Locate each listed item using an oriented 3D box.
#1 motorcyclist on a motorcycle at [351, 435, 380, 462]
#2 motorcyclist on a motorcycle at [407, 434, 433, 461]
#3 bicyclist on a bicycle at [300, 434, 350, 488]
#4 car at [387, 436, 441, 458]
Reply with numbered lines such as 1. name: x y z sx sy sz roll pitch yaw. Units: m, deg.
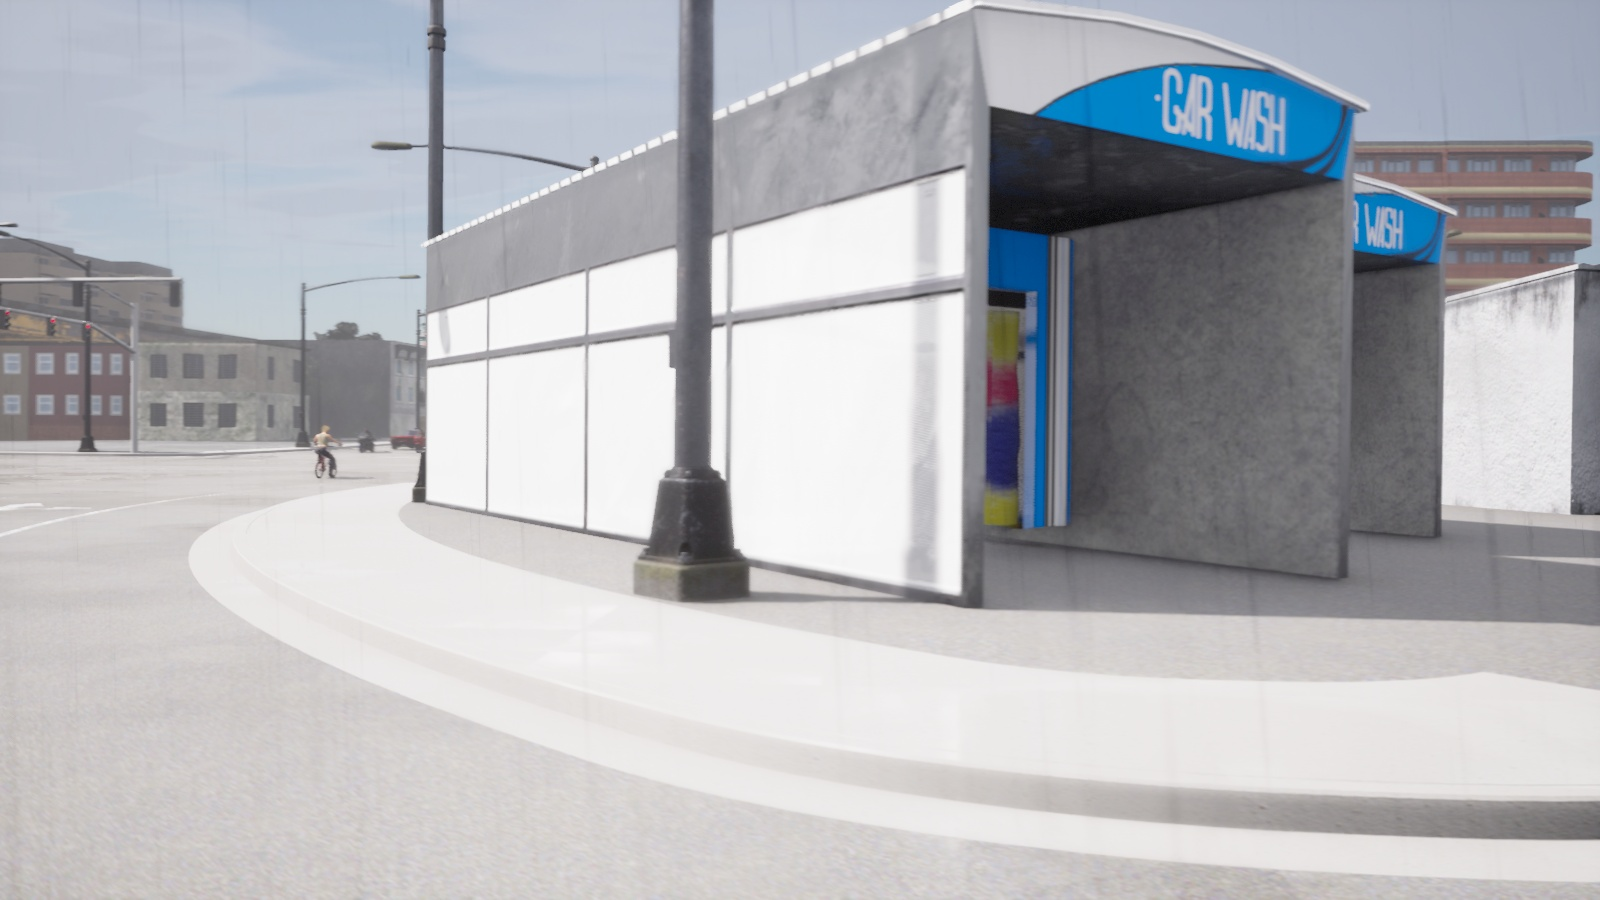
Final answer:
1. motorcyclist on a motorcycle: -25.732 -0.075 74.393 0.866 1.530 2.191 0 1 3
2. motorcyclist on a motorcycle: -22.330 -0.148 73.825 0.797 1.523 2.044 -1 1 2
3. bicyclist on a bicycle: -14.359 0.312 37.980 0.866 1.612 1.509 0 1 3
4. car: -25.292 -0.227 82.445 1.895 1.301 4.718 0 2 3
